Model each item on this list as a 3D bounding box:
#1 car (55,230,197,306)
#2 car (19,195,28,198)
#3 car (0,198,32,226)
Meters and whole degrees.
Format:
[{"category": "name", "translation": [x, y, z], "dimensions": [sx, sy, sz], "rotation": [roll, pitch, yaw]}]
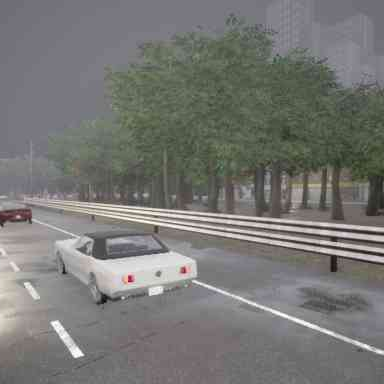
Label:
[{"category": "car", "translation": [-1.953, 1.601, 8.201], "dimensions": [1.895, 1.301, 4.718], "rotation": [0, 0, -35]}, {"category": "car", "translation": [-42.048, 1.534, 83.901], "dimensions": [1.994, 1.385, 4.181], "rotation": [0, 0, -7]}, {"category": "car", "translation": [-12.749, 1.476, 23.726], "dimensions": [1.882, 1.535, 5.008], "rotation": [0, 0, -35]}]
